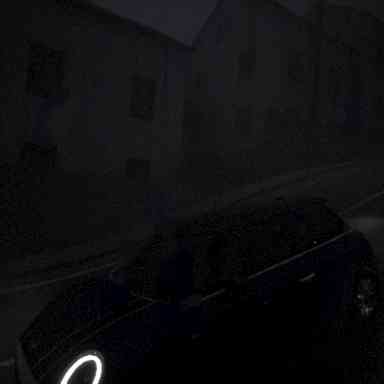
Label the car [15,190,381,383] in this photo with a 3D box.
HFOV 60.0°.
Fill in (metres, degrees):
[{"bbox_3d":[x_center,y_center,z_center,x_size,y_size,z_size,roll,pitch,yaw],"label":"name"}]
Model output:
[{"bbox_3d":[0.257,1.079,4.135,4.553,1.767,2.097,-11,7,-34],"label":"car"}]
